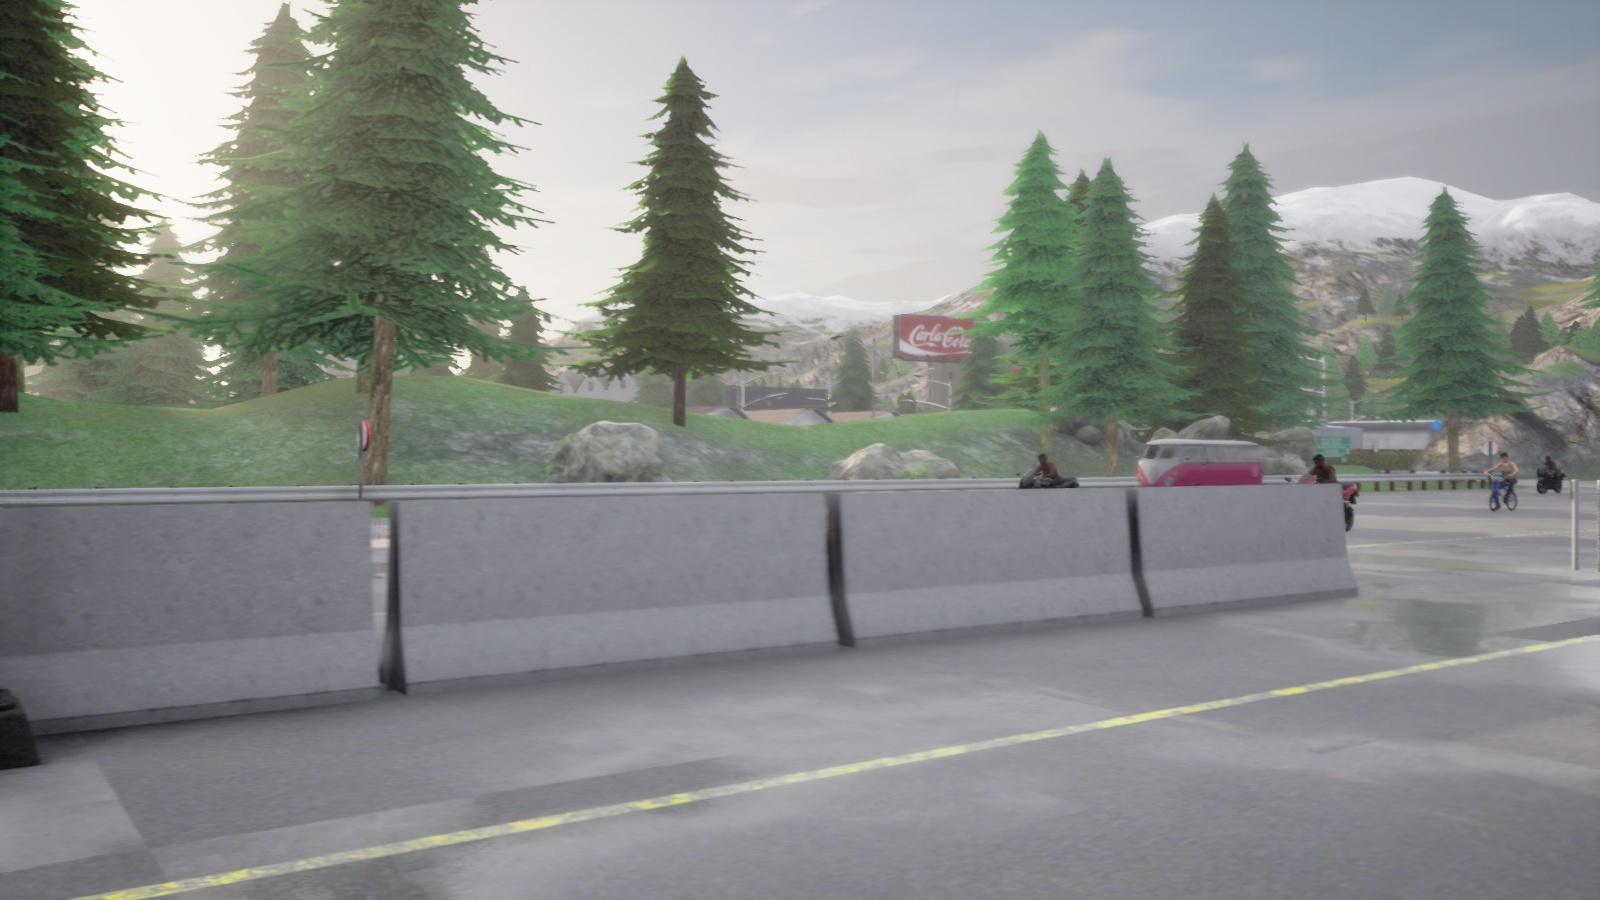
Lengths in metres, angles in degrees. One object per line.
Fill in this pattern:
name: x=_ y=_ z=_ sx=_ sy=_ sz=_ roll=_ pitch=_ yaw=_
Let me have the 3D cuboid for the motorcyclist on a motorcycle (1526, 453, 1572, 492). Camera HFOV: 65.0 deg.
motorcyclist on a motorcycle: x=29.816 y=0.881 z=49.992 sx=2.044 sy=1.523 sz=0.797 roll=0 pitch=0 yaw=-35

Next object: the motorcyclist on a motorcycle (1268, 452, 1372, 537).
motorcyclist on a motorcycle: x=9.667 y=0.801 z=23.311 sx=2.044 sy=1.523 sz=0.797 roll=0 pitch=0 yaw=-35

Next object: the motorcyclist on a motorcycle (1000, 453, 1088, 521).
motorcyclist on a motorcycle: x=5.652 y=0.824 z=29.045 sx=2.044 sy=1.523 sz=0.797 roll=0 pitch=0 yaw=-35

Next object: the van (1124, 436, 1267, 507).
van: x=11.868 y=0.621 z=37.561 sx=4.442 sy=1.987 sz=1.775 roll=0 pitch=0 yaw=-36

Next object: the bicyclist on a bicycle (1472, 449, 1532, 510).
bicyclist on a bicycle: x=19.128 y=0.788 z=34.207 sx=1.509 sy=1.612 sz=0.866 roll=0 pitch=0 yaw=-35
